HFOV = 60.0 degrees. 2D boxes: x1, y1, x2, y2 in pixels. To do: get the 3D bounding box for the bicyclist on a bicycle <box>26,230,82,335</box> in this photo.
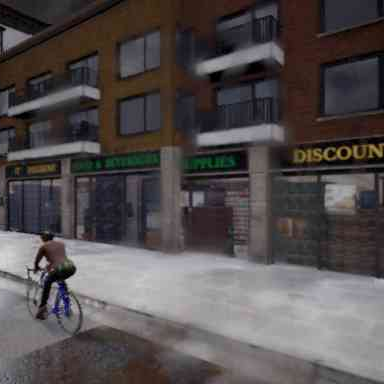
[{"bbox_3d":[-2.359,1.484,5.605,1.656,1.620,0.582,0,-1,36],"label":"bicyclist on a bicycle"}]
